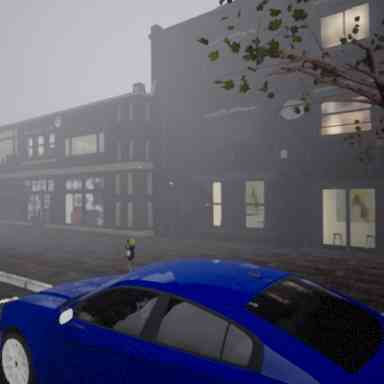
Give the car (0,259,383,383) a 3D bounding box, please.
[{"bbox_3d":[-0.104,1.482,3.495,5.008,1.535,1.882,0,0,35],"label":"car"}]
